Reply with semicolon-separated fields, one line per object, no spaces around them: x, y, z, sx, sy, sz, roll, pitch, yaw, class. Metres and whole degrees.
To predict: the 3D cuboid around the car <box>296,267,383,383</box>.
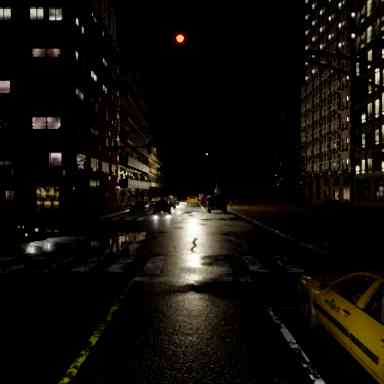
2.686;1.525;4.140;1.752;1.417;4.829;0;0;0;car

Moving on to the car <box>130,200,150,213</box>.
-5.698;1.563;36.381;2.008;1.369;4.403;0;0;0;car

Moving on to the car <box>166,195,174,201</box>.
-5.706;1.612;85.951;1.752;1.417;4.829;0;0;0;car

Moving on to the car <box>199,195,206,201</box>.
2.674;1.613;86.292;1.752;1.417;4.829;0;0;0;car

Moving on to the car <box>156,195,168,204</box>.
-5.704;1.488;64.014;1.967;1.590;4.097;0;0;0;car

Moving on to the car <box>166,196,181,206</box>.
-3.054;1.526;55.611;2.128;1.511;4.902;0;0;0;car

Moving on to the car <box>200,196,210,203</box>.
2.676;1.602;69.542;1.887;1.381;4.507;0;0;0;car

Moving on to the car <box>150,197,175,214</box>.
-3.127;1.559;35.290;2.033;1.411;5.357;0;0;-4;car

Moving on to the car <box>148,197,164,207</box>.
-5.701;1.581;52.961;2.008;1.369;4.403;0;0;0;car

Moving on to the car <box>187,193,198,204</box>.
0.092;1.523;62.468;1.882;1.535;5.008;0;0;0;car

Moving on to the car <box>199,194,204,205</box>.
2.677;1.354;58.488;2.192;1.841;5.009;0;0;0;car

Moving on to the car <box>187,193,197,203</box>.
-0.008;1.293;75.872;2.150;2.045;5.566;0;0;0;car

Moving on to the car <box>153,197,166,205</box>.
-5.702;1.584;58.487;1.887;1.381;4.507;0;0;0;car

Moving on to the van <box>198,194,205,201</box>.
2.672;1.441;91.648;1.690;1.788;3.998;0;0;0;van

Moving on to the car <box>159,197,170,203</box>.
-5.704;1.639;69.541;1.802;1.307;4.206;0;0;0;car

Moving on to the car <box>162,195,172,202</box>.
-5.705;1.507;75.068;1.967;1.590;4.097;0;0;0;car

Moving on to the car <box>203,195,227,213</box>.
2.680;1.327;36.383;2.192;1.841;5.009;0;0;0;car

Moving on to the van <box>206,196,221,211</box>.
2.679;1.358;41.909;1.690;1.788;3.998;0;0;0;van

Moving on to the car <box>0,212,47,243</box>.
-9.511;1.705;16.633;4.181;1.385;1.994;-1;0;12;car

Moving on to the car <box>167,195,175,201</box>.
-5.707;1.644;91.647;1.887;1.381;4.507;0;0;0;car

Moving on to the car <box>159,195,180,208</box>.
-3.095;1.568;45.418;2.033;1.411;5.357;0;0;0;car
